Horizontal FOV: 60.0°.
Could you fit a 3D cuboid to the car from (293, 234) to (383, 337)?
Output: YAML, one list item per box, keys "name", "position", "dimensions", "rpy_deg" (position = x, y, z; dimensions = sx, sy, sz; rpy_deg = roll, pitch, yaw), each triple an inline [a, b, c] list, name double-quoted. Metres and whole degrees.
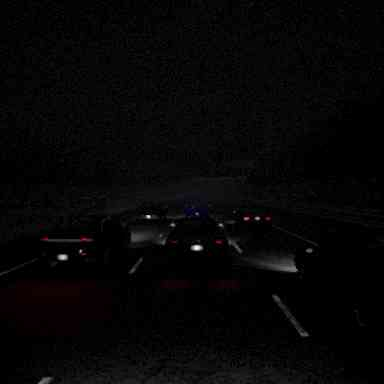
- name: "car"
  position: [3.602, 1.549, 6.566]
  dimensions: [2.033, 1.411, 5.357]
  rpy_deg: [0, 0, 1]

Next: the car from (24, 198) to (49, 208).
- name: "car"
  position: [-20.202, 1.567, 44.360]
  dimensions: [2.033, 1.411, 5.357]
  rpy_deg: [0, 0, 2]

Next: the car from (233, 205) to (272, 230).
- name: "car"
  position: [3.792, 1.566, 21.459]
  dimensions: [2.033, 1.411, 5.357]
  rpy_deg: [0, 0, 1]

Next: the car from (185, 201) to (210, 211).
- name: "car"
  position: [0.456, 1.500, 27.773]
  dimensions: [1.882, 1.535, 5.008]
  rpy_deg: [0, 0, 2]

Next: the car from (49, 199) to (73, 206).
- name: "car"
  position: [-16.699, 1.587, 44.285]
  dimensions: [1.994, 1.385, 4.181]
  rpy_deg: [0, 0, 2]

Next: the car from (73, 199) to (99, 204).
- name: "car"
  position: [-13.255, 1.626, 43.082]
  dimensions: [1.895, 1.301, 4.718]
  rpy_deg: [0, 0, 2]

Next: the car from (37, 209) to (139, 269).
- name: "car"
  position: [-3.340, 1.492, 11.102]
  dimensions: [2.128, 1.511, 4.902]
  rpy_deg: [0, 0, 1]

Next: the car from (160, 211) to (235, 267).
- name: "car"
  position: [0.166, 1.568, 11.508]
  dimensions: [1.994, 1.385, 4.181]
  rpy_deg: [0, 0, 1]

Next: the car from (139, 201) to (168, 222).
- name: "car"
  position: [-3.081, 1.523, 26.448]
  dimensions: [1.837, 1.490, 4.892]
  rpy_deg: [0, 0, 1]
